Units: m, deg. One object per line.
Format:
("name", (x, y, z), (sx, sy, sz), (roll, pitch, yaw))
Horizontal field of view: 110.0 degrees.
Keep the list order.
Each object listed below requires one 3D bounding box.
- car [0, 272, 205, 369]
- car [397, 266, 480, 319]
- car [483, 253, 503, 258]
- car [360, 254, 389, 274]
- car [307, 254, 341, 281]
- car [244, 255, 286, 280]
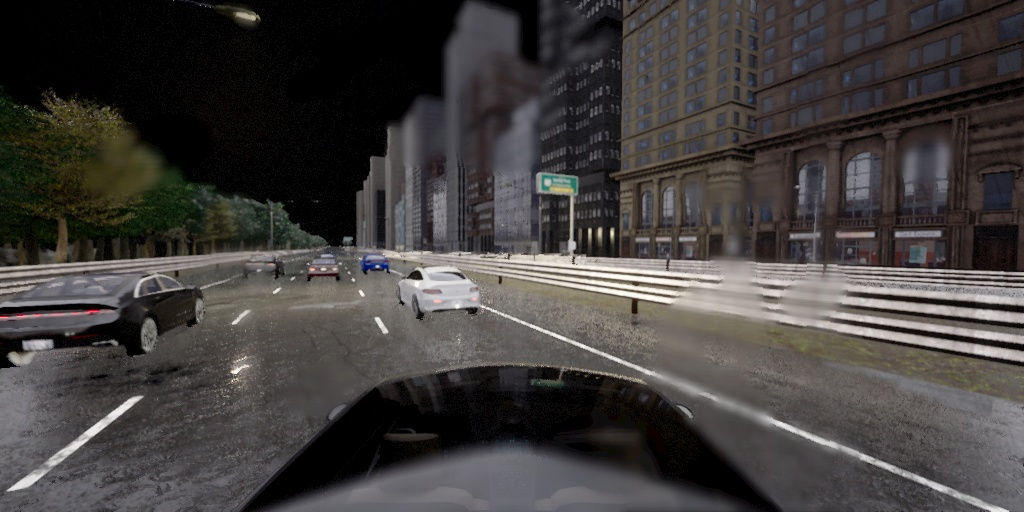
("car", (-8.306, 1.090, 7.633), (2.128, 1.511, 4.902), (-1, 1, -26))
("car", (-2.501, 1.042, 11.680), (1.812, 1.442, 4.674), (-1, 1, -26))
("car", (-2.946, 0.238, 52.637), (1.837, 1.490, 4.892), (-1, 2, -44))
("car", (-11.216, 0.582, 29.172), (1.882, 1.535, 5.008), (-1, 1, -27))
("car", (-12.232, 0.780, 23.369), (2.033, 1.411, 5.357), (-1, 1, -27))
("car", (-16.553, 0.699, 24.197), (2.128, 1.511, 4.902), (-1, 1, -26))
